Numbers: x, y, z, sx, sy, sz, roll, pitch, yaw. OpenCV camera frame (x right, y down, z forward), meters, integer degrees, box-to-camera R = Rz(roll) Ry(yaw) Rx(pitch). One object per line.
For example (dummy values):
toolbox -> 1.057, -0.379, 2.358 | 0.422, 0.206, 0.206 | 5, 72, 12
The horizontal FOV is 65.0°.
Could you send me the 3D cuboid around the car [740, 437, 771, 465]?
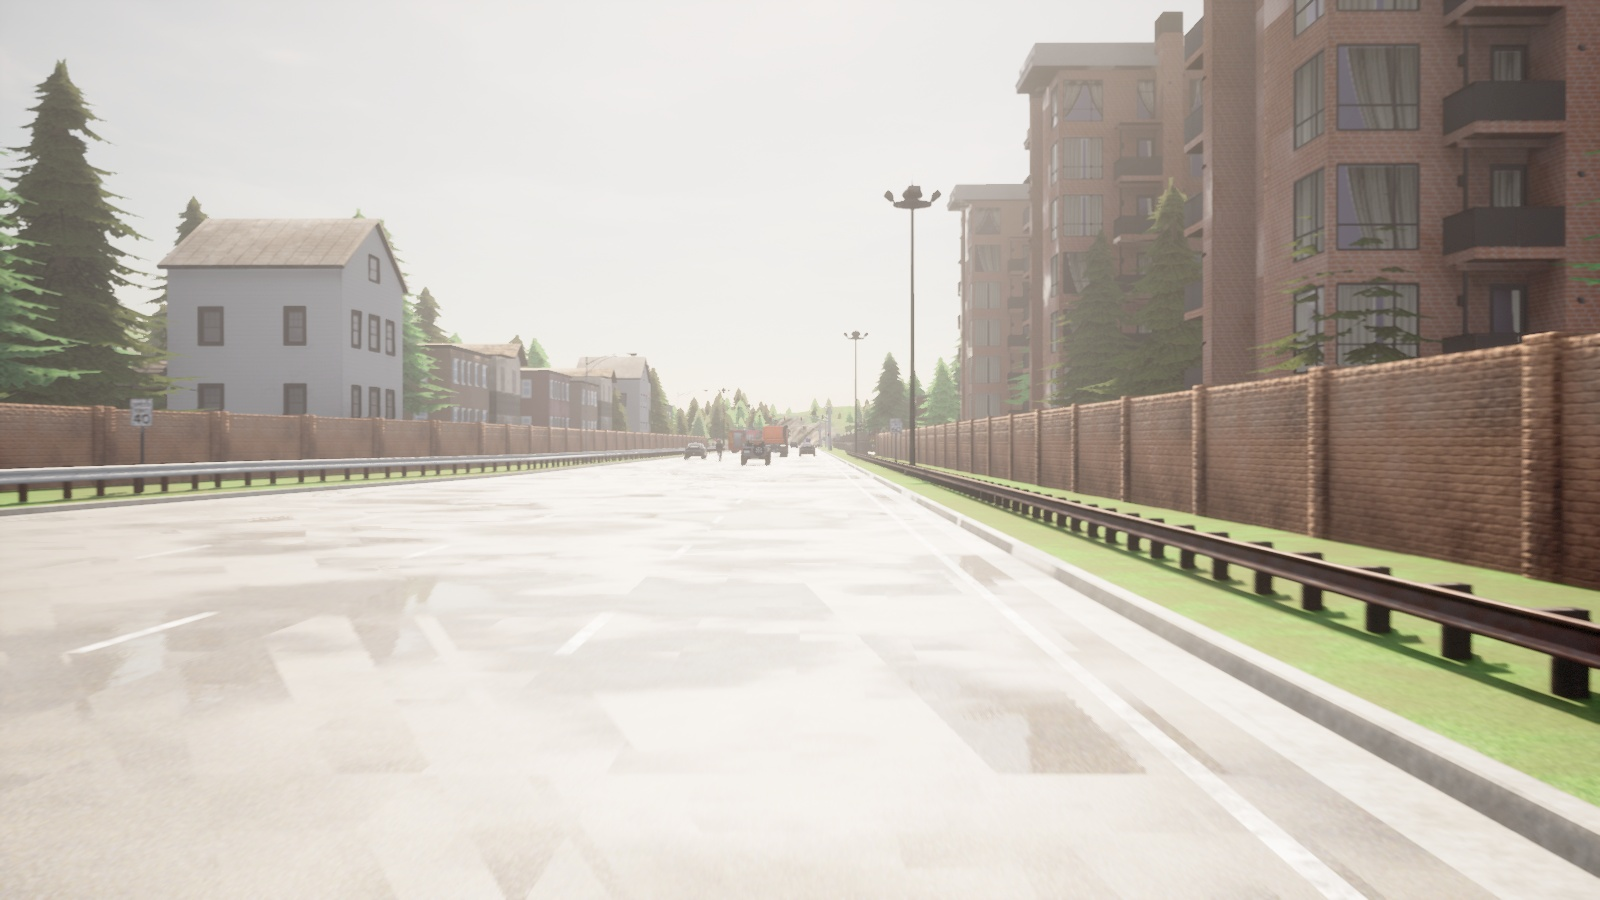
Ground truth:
car -> -2.998, 0.079, 85.776 | 1.932, 1.855, 4.605 | 0, 0, 0
